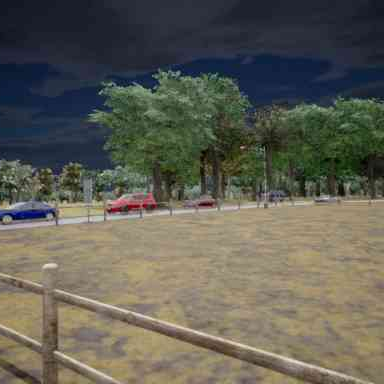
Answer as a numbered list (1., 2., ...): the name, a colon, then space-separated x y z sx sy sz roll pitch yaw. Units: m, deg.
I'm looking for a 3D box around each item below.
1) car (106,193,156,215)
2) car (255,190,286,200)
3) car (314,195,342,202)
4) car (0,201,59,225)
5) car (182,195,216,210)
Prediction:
1. car: -6.009 1.177 33.000 2.150 2.045 5.566 -2 -1 38
2. car: 12.108 0.627 51.131 5.566 2.045 2.150 -1 -1 -37
3. car: 22.247 1.147 54.342 4.718 1.301 1.895 -1 -2 -30
4. car: -12.324 1.487 24.447 1.882 1.535 5.008 -2 -1 36
5. car: 0.868 1.234 40.963 2.097 1.767 4.553 -2 -1 44
